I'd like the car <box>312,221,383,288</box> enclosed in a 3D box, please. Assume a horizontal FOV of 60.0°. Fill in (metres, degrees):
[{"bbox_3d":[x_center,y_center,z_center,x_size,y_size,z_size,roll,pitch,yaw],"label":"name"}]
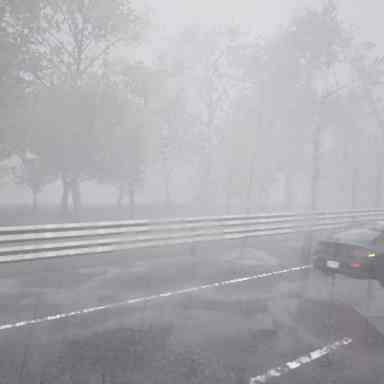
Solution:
[{"bbox_3d":[5.207,1.528,9.076,4.674,1.442,1.812,0,0,-34],"label":"car"}]
